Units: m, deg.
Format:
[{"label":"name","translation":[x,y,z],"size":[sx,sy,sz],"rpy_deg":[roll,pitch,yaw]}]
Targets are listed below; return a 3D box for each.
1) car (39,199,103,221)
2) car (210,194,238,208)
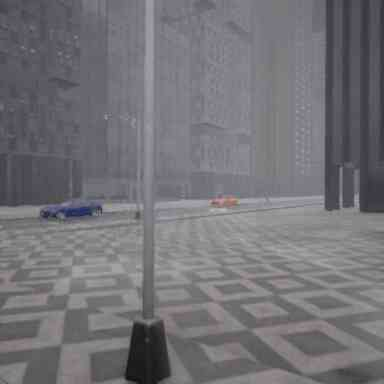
[{"label":"car","translation":[-9.297,1.316,25.916],"size":[1.882,1.535,5.008],"rpy_deg":[0,0,36]},{"label":"car","translation":[4.316,1.160,44.583],"size":[2.097,1.767,4.553],"rpy_deg":[0,0,36]}]
